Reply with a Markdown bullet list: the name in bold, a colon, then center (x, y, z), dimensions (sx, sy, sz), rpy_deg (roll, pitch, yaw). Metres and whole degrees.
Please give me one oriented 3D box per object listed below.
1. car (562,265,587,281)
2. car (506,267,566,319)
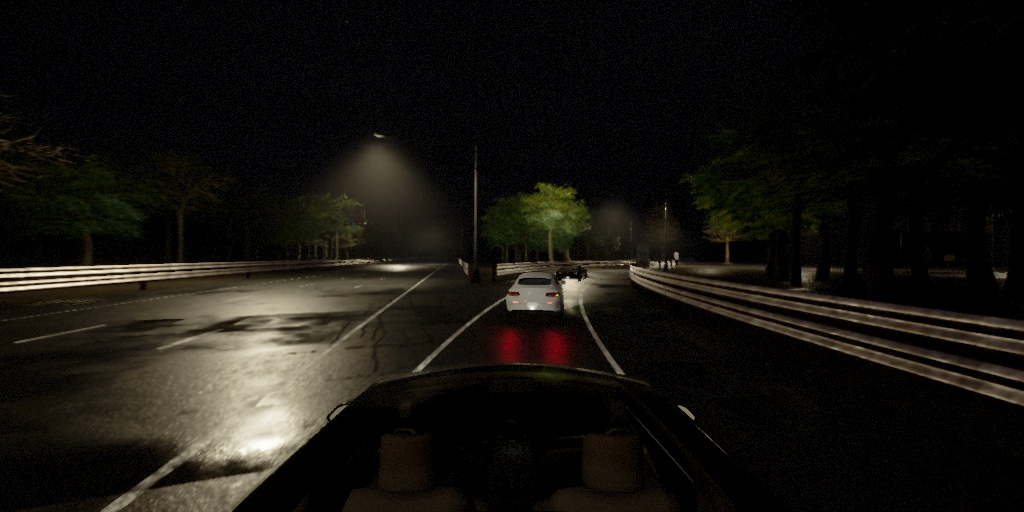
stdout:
- **car**: center (5.105, 1.387, 29.979), dimensions (1.895, 1.301, 4.718), rpy_deg (0, 0, 20)
- **car**: center (0.925, 1.294, 12.887), dimensions (1.812, 1.442, 4.674), rpy_deg (0, 0, 8)
